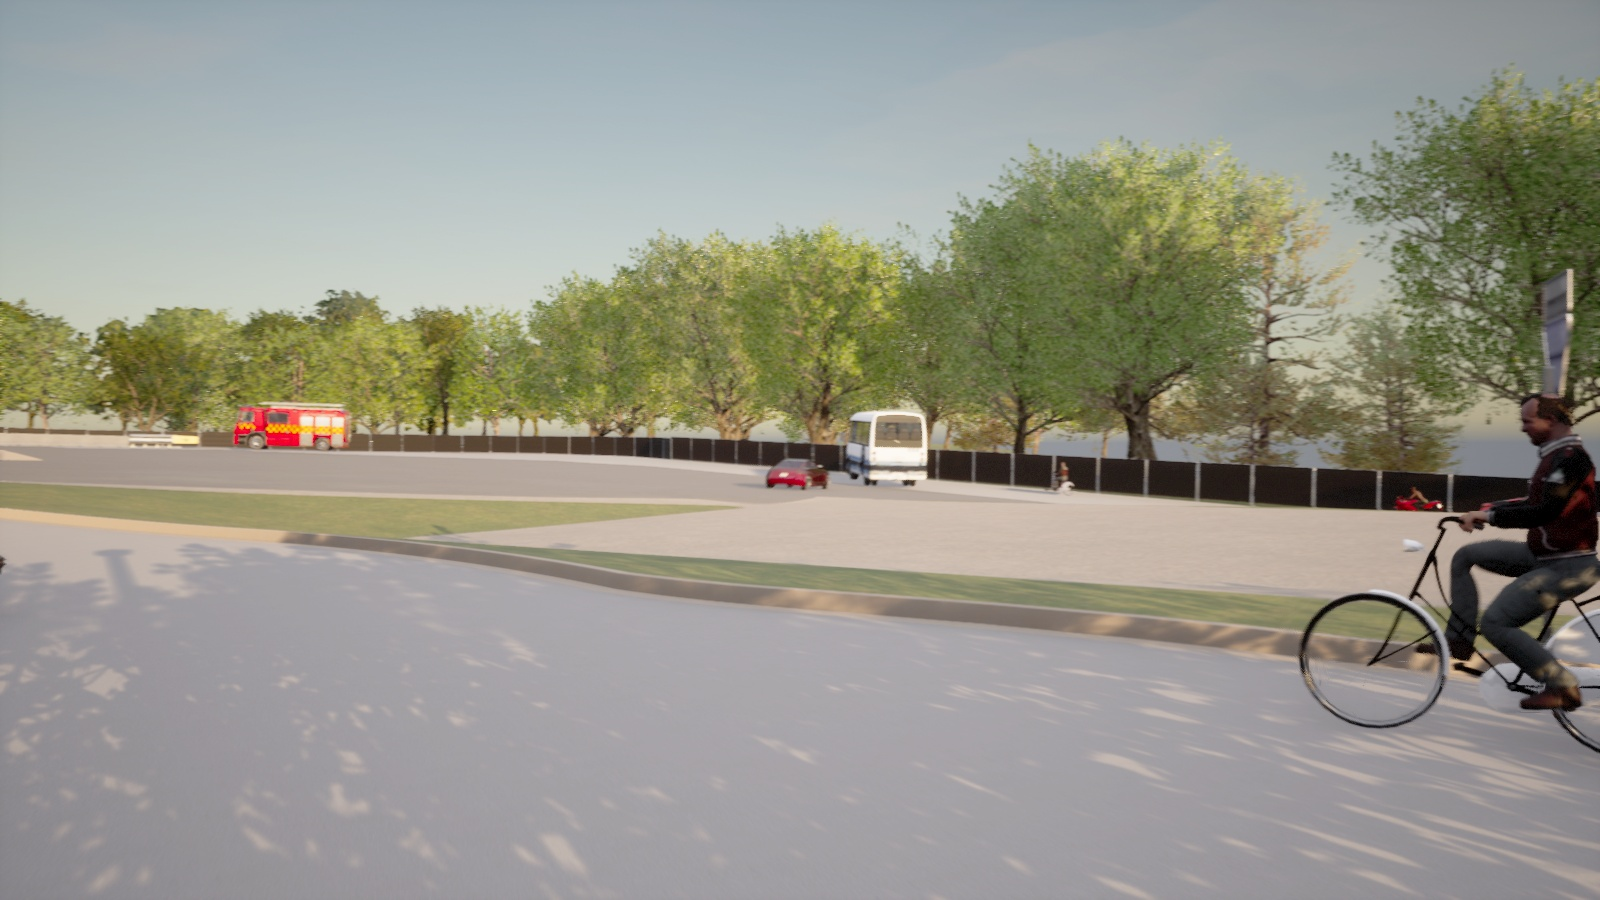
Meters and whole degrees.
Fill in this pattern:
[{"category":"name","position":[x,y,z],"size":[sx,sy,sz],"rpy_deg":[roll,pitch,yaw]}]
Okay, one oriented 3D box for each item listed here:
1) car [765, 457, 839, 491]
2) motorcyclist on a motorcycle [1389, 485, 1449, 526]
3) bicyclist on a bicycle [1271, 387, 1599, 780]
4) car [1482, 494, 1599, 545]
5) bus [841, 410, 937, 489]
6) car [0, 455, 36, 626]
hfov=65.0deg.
[{"category":"car","position":[0.140,1.058,57.074],"size":[1.994,1.385,4.181],"rpy_deg":[3,0,20]},{"category":"motorcyclist on a motorcycle","position":[25.858,2.308,52.464],"size":[0.797,1.523,2.044],"rpy_deg":[-1,2,-42]},{"category":"bicyclist on a bicycle","position":[3.395,0.600,6.232],"size":[1.843,1.776,0.659],"rpy_deg":[2,1,29]},{"category":"car","position":[27.507,2.489,45.447],"size":[2.007,1.525,4.514],"rpy_deg":[-1,2,-42]},{"category":"bus","position":[5.115,-0.188,74.830],"size":[3.944,4.253,10.273],"rpy_deg":[1,2,-5]},{"category":"car","position":[-9.367,0.592,11.056],"size":[5.357,1.411,2.033],"rpy_deg":[2,-4,30]}]
